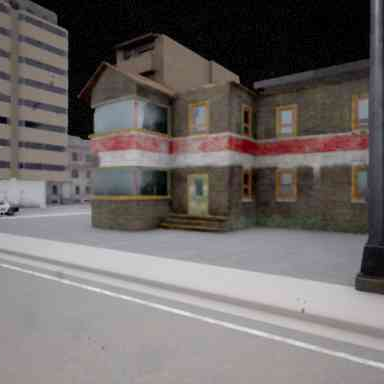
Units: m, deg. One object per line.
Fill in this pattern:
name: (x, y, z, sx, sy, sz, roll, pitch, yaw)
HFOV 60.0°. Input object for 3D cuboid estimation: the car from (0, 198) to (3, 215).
car: (-20.373, 1.335, 30.742, 4.974, 1.542, 2.038, 0, 0, -30)

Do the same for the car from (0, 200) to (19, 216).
car: (-17.174, 1.350, 28.065, 2.038, 1.542, 4.974, 0, 0, 15)

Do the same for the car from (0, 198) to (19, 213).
car: (-17.160, 1.193, 28.115, 1.853, 1.218, 4.536, 0, 0, 15)
